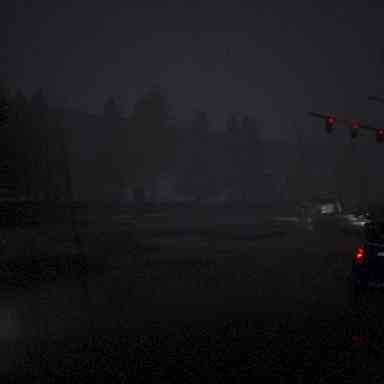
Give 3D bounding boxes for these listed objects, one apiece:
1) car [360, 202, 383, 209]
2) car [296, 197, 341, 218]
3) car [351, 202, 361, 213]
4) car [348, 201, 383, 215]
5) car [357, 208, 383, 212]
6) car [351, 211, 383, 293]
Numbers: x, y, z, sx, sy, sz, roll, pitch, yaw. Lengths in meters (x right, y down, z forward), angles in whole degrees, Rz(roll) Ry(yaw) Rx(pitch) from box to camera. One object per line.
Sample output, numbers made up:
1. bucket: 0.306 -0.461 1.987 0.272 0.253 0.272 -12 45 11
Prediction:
1. car: 17.045 1.825 28.991 4.892 1.490 1.837 1 0 -36
2. car: 13.384 1.547 35.013 5.566 2.045 2.150 1 0 -35
3. car: 18.866 1.896 34.608 4.674 1.442 1.812 1 0 -35
4. car: 21.443 1.920 40.679 4.902 1.511 2.128 1 0 -35
5. car: 9.750 1.651 15.002 5.008 1.535 1.882 1 0 -36
6. car: 5.837 1.450 7.912 4.553 1.767 2.097 1 0 -36
